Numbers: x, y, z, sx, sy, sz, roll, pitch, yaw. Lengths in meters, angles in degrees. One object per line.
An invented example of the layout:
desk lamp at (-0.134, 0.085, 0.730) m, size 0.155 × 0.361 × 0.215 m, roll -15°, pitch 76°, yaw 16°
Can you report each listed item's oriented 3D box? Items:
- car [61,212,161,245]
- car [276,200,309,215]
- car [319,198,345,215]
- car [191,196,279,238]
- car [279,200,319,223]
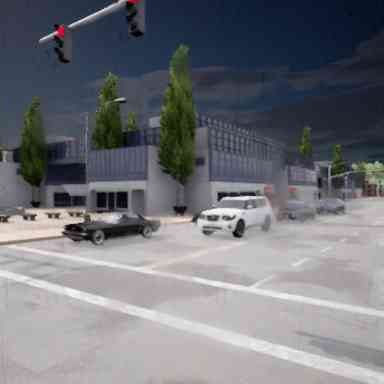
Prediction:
car at (-3.726, 1.646, 15.955) m, size 1.895 × 1.301 × 4.718 m, roll 0°, pitch 0°, yaw 38°
car at (10.833, 1.596, 35.630) m, size 1.812 × 1.442 × 4.674 m, roll 0°, pitch 0°, yaw 37°
car at (14.379, 1.415, 34.541) m, size 2.097 × 1.767 × 4.553 m, roll 0°, pitch 0°, yaw 37°
car at (2.589, 1.263, 18.551) m, size 2.150 × 2.045 × 5.566 m, roll 0°, pitch 0°, yaw 36°
car at (8.170, 1.615, 26.127) m, size 1.994 × 1.385 × 4.181 m, roll 0°, pitch 0°, yaw 37°
